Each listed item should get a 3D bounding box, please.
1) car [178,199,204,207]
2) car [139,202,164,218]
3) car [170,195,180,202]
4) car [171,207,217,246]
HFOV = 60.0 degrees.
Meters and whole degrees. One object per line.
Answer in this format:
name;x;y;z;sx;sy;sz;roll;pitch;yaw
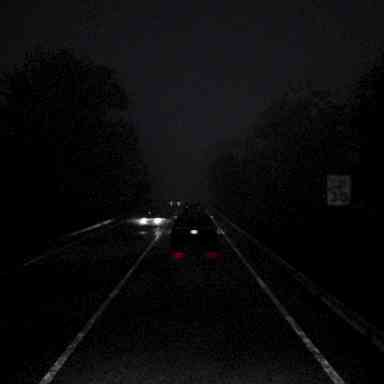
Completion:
car;0.079;1.530;31.503;2.128;1.511;4.902;0;0;0
car;-3.615;1.604;30.342;1.994;1.385;4.181;0;0;0
car;-3.542;1.409;71.031;1.837;1.490;4.892;0;0;0
car;0.087;1.608;15.614;1.994;1.385;4.181;0;0;0
